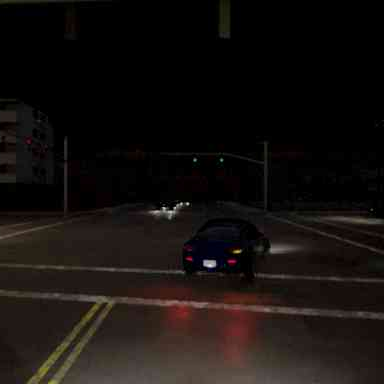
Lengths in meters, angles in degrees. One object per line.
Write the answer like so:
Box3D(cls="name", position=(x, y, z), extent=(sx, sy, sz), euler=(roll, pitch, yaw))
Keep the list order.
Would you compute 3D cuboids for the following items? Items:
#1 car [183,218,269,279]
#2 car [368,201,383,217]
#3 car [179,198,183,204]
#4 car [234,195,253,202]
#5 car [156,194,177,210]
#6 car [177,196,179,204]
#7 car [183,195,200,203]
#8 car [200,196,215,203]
Box3D(cls="car", position=(1.144, 1.520, 10.080), extent=(1.812, 1.442, 4.674), euler=(0, 0, 18))
Box3D(cls="car", position=(18.141, 1.136, 28.445), extent=(5.566, 2.045, 2.150), euler=(-1, 0, 0))
Box3D(cls="car", position=(-3.434, 1.473, 64.386), extent=(2.097, 1.767, 4.553), euler=(0, 0, 2))
Box3D(cls="car", position=(12.837, 1.510, 82.563), extent=(4.553, 1.767, 2.097), euler=(0, 0, -24))
Box3D(cls="car", position=(-3.570, 1.306, 44.872), extent=(2.150, 2.045, 5.566), euler=(0, 0, 0))
Box3D(cls="car", position=(-3.546, 1.628, 54.508), extent=(1.812, 1.442, 4.674), euler=(0, 0, 1))
Box3D(cls="car", position=(-0.713, 1.494, 74.194), extent=(2.097, 1.767, 4.553), euler=(0, 0, 27))
Box3D(cls="car", position=(3.454, 1.665, 74.390), extent=(2.128, 1.511, 4.902), euler=(0, 0, 35))
